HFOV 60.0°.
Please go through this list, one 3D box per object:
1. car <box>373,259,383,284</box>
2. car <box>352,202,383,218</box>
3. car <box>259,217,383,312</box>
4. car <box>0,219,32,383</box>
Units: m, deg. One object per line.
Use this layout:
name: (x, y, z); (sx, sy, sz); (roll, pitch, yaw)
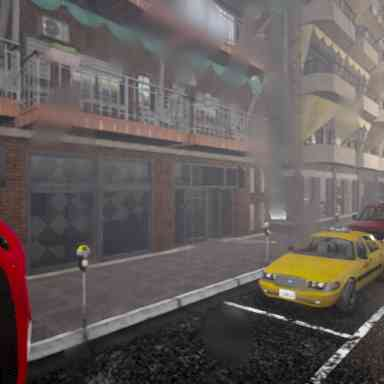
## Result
car: (4.617, 1.600, 5.323); (1.895, 1.301, 4.718); (0, 0, 42)
car: (7.176, 1.314, 11.993); (2.192, 1.841, 5.009); (0, 0, 42)
car: (3.339, 1.524, 7.783); (1.752, 1.417, 4.829); (0, 0, 42)
car: (-4.057, 0.963, 2.189); (5.566, 2.150, 2.045); (4, 13, -19)
